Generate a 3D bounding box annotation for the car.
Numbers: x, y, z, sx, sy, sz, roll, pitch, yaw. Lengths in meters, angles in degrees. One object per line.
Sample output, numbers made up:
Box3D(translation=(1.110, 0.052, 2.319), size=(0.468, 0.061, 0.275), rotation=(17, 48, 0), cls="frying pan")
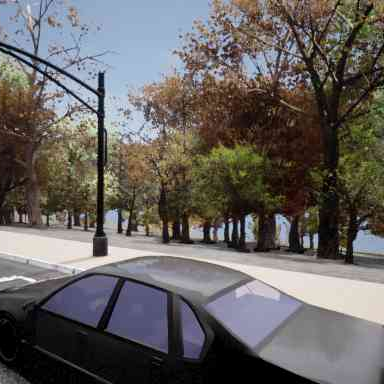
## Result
Box3D(translation=(-0.528, 1.547, 4.055), size=(5.357, 1.411, 2.033), rotation=(0, 0, 35), cls="car")
